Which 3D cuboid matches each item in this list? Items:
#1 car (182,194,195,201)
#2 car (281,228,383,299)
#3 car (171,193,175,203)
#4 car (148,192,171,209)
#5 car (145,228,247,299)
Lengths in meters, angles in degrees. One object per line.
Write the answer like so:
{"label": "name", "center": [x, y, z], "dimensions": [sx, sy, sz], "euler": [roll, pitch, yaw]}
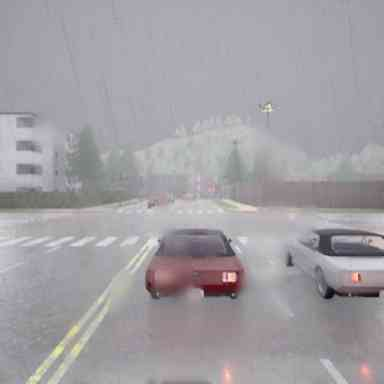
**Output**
{"label": "car", "center": [-0.759, 1.070, 68.678], "dimensions": [1.882, 1.535, 5.008], "euler": [0, 0, -14]}
{"label": "car", "center": [3.619, 1.554, 8.251], "dimensions": [1.895, 1.301, 4.718], "euler": [0, 0, 2]}
{"label": "car", "center": [-4.184, 1.007, 58.009], "dimensions": [2.097, 1.767, 4.553], "euler": [0, 0, 1]}
{"label": "car", "center": [-4.231, 0.968, 42.041], "dimensions": [2.150, 2.045, 5.566], "euler": [0, 0, 0]}
{"label": "car", "center": [0.068, 1.554, 8.268], "dimensions": [1.895, 1.301, 4.718], "euler": [0, 0, 0]}
